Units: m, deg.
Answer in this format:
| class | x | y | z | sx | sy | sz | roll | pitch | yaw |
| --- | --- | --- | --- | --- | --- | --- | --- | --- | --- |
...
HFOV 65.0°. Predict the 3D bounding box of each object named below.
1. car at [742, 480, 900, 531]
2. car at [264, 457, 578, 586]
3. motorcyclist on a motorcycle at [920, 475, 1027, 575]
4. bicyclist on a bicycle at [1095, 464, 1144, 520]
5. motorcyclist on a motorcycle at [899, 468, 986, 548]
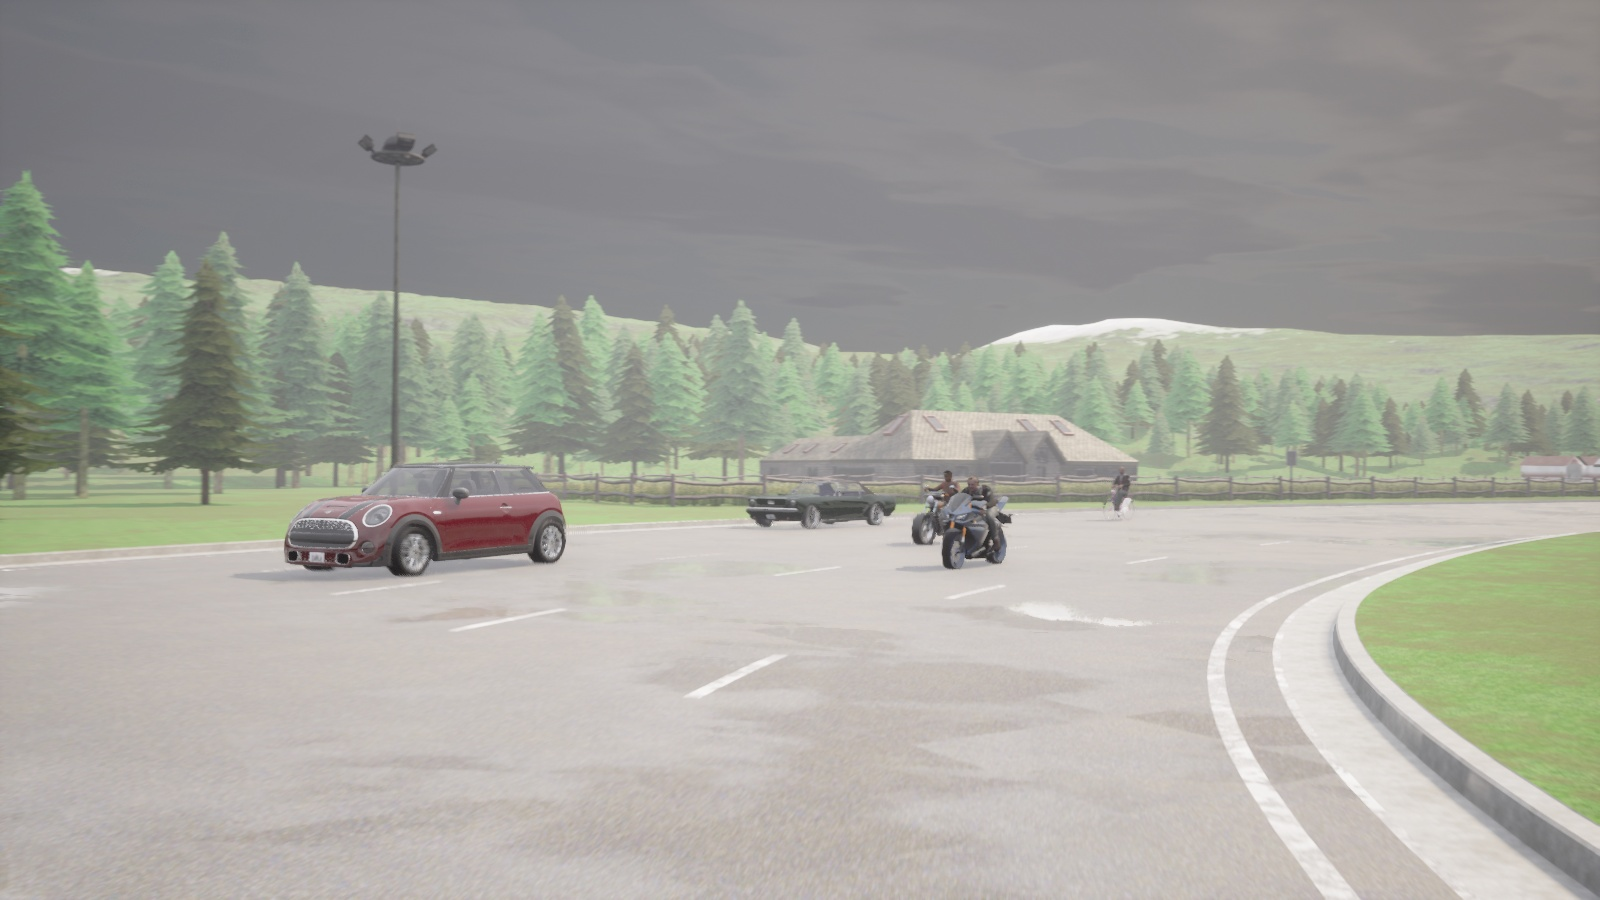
| class | x | y | z | sx | sy | sz | roll | pitch | yaw |
| --- | --- | --- | --- | --- | --- | --- | --- | --- | --- |
| car | 0.671 | 1.505 | 35.277 | 1.895 | 1.301 | 4.718 | -1 | -1 | 40 |
| car | -5.765 | 1.018 | 19.718 | 2.097 | 1.767 | 4.553 | -1 | -1 | 29 |
| motorcyclist on a motorcycle | 2.890 | 1.189 | 20.699 | 0.866 | 1.530 | 2.191 | 0 | -1 | 34 |
| bicyclist on a bicycle | 10.324 | 1.339 | 40.589 | 1.843 | 1.776 | 0.659 | 1 | -1 | -44 |
| motorcyclist on a motorcycle | 3.091 | 1.210 | 27.014 | 0.766 | 1.649 | 2.350 | -1 | -1 | 37 |
